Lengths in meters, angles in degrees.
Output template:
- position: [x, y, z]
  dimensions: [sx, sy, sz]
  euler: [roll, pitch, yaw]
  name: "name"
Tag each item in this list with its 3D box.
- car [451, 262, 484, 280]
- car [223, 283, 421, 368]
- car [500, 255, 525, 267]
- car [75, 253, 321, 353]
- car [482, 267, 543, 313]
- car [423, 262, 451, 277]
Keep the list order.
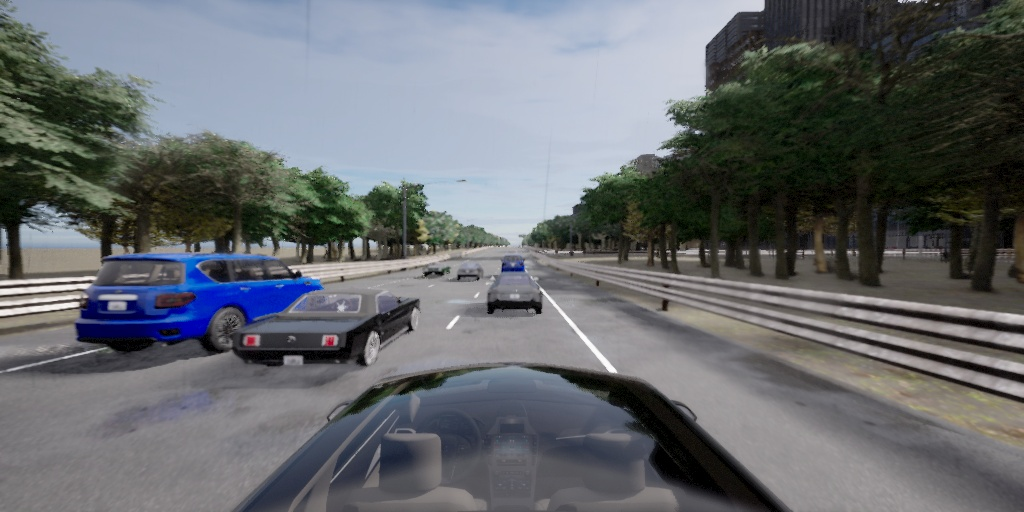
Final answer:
- position: [-3.411, 1.224, 29.912]
  dimensions: [2.033, 1.411, 5.357]
  euler: [0, 0, 0]
  name: "car"
- position: [-3.405, 1.342, 7.814]
  dimensions: [1.895, 1.301, 4.718]
  euler: [0, 0, 0]
  name: "car"
- position: [0.084, 0.874, 34.280]
  dimensions: [2.150, 2.045, 5.566]
  euler: [0, 0, 0]
  name: "car"
- position: [-6.903, 0.960, 8.951]
  dimensions: [2.150, 2.045, 5.566]
  euler: [0, 0, 0]
  name: "car"
- position: [0.093, 1.293, 13.823]
  dimensions: [1.994, 1.385, 4.181]
  euler: [0, 0, 0]
  name: "car"
- position: [-6.916, 1.256, 33.742]
  dimensions: [1.895, 1.301, 4.718]
  euler: [0, 0, 0]
  name: "car"
